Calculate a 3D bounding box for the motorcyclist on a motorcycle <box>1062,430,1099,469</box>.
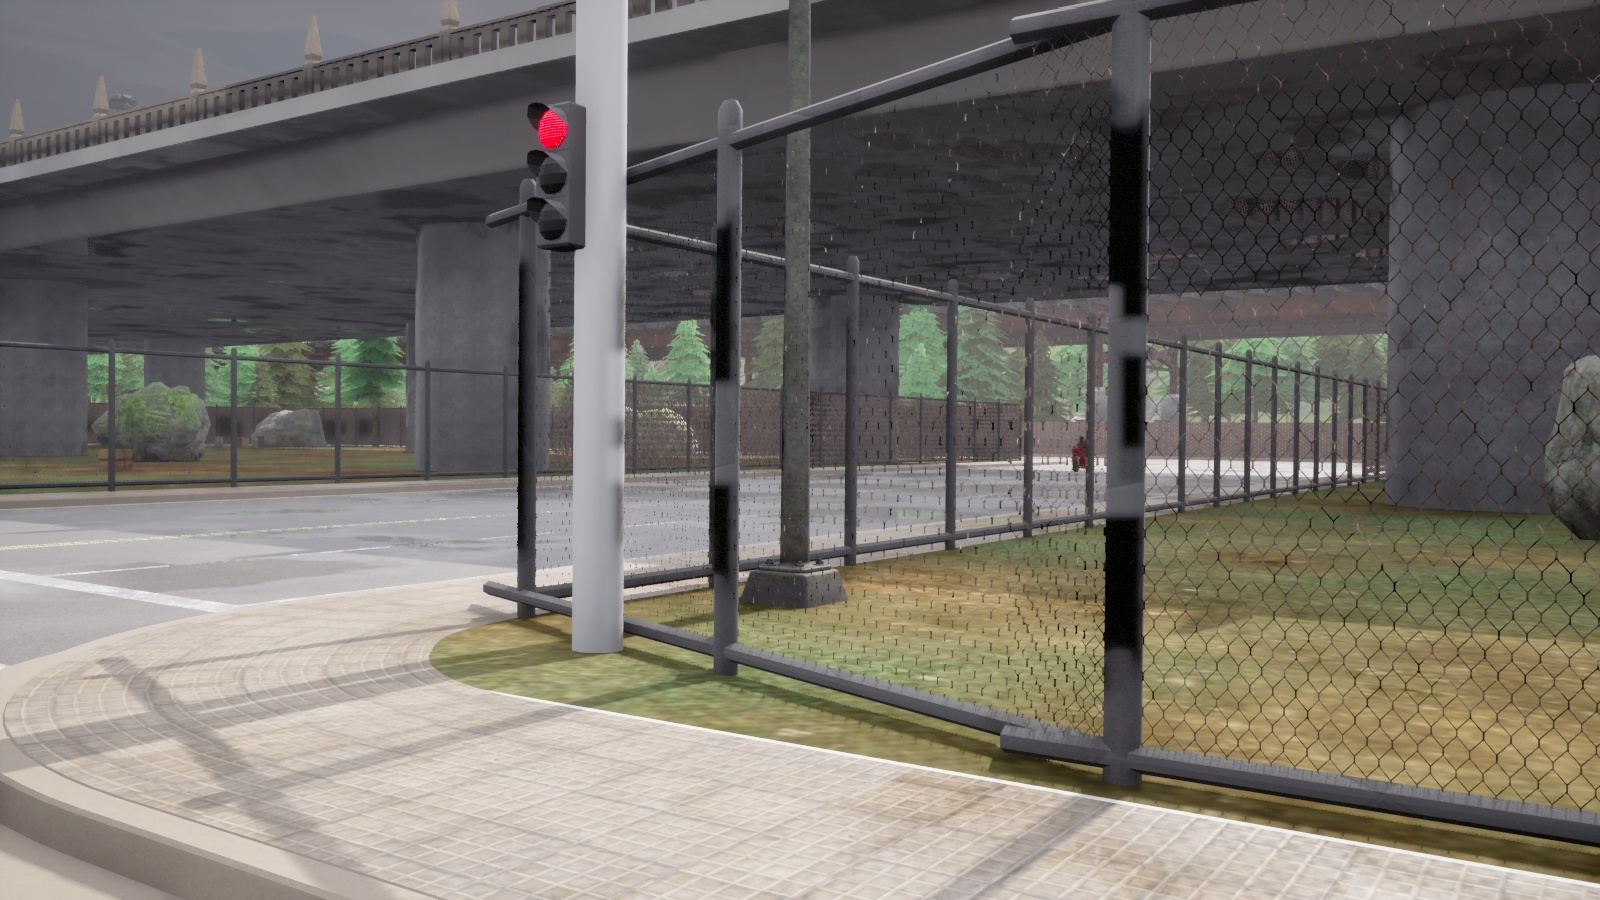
[{"bbox_3d":[11.466,-0.035,51.284,0.797,1.523,2.044,0,1,33],"label":"motorcyclist on a motorcycle"}]
